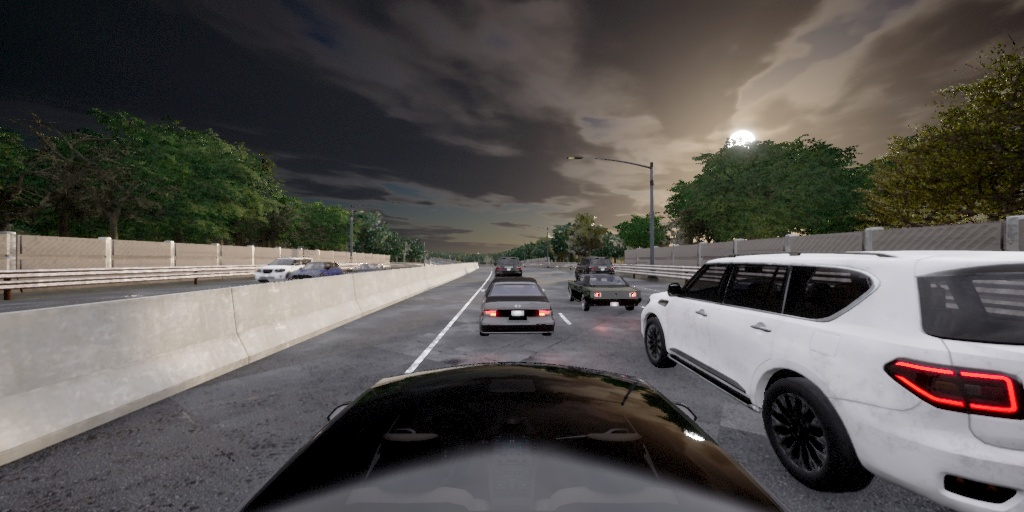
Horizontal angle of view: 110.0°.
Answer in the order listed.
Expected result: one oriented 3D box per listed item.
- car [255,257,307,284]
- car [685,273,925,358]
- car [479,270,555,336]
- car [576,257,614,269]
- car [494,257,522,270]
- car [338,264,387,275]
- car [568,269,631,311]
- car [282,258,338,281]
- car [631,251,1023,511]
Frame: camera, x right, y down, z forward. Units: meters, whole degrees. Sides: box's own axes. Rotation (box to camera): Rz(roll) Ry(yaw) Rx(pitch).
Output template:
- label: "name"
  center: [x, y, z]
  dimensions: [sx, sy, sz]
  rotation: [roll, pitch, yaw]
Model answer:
- label: "car"
  center: [-18.004, 1.121, 28.954]
  dimensions: [2.150, 2.045, 5.566]
  rotation: [0, -1, -2]
- label: "car"
  center: [7.052, 1.301, 9.712]
  dimensions: [2.033, 1.411, 5.357]
  rotation: [0, 0, -2]
- label: "car"
  center: [0.054, 1.302, 10.346]
  dimensions: [2.033, 1.411, 5.357]
  rotation: [0, 0, -2]
- label: "car"
  center: [6.692, 1.120, 29.410]
  dimensions: [2.150, 2.045, 5.566]
  rotation: [0, -1, -1]
- label: "car"
  center: [-0.311, 1.122, 29.439]
  dimensions: [2.150, 2.045, 5.566]
  rotation: [0, -1, -1]
- label: "car"
  center: [-10.967, 1.373, 27.445]
  dimensions: [2.128, 1.511, 4.902]
  rotation: [0, -1, -1]
- label: "car"
  center: [3.485, 1.367, 14.492]
  dimensions: [1.895, 1.301, 4.718]
  rotation: [0, 0, -1]
- label: "car"
  center: [-14.451, 1.225, 26.671]
  dimensions: [2.097, 1.767, 4.553]
  rotation: [0, -1, -1]
- label: "car"
  center: [3.570, 0.972, 4.668]
  dimensions: [2.150, 2.045, 5.566]
  rotation: [0, 0, 1]
